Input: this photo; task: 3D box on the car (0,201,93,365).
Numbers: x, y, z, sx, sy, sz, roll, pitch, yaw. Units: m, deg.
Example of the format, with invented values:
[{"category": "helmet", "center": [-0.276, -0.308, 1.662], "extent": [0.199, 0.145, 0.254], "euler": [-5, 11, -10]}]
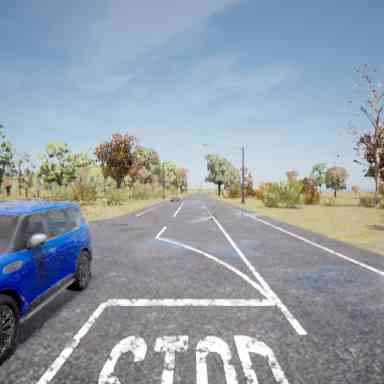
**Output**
[{"category": "car", "center": [-3.507, 1.223, 6.029], "extent": [2.150, 2.045, 5.566], "euler": [0, 0, 0]}]

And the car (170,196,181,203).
[{"category": "car", "center": [-3.408, 1.461, 69.037], "extent": [1.994, 1.385, 4.181], "euler": [0, 0, 0]}]
